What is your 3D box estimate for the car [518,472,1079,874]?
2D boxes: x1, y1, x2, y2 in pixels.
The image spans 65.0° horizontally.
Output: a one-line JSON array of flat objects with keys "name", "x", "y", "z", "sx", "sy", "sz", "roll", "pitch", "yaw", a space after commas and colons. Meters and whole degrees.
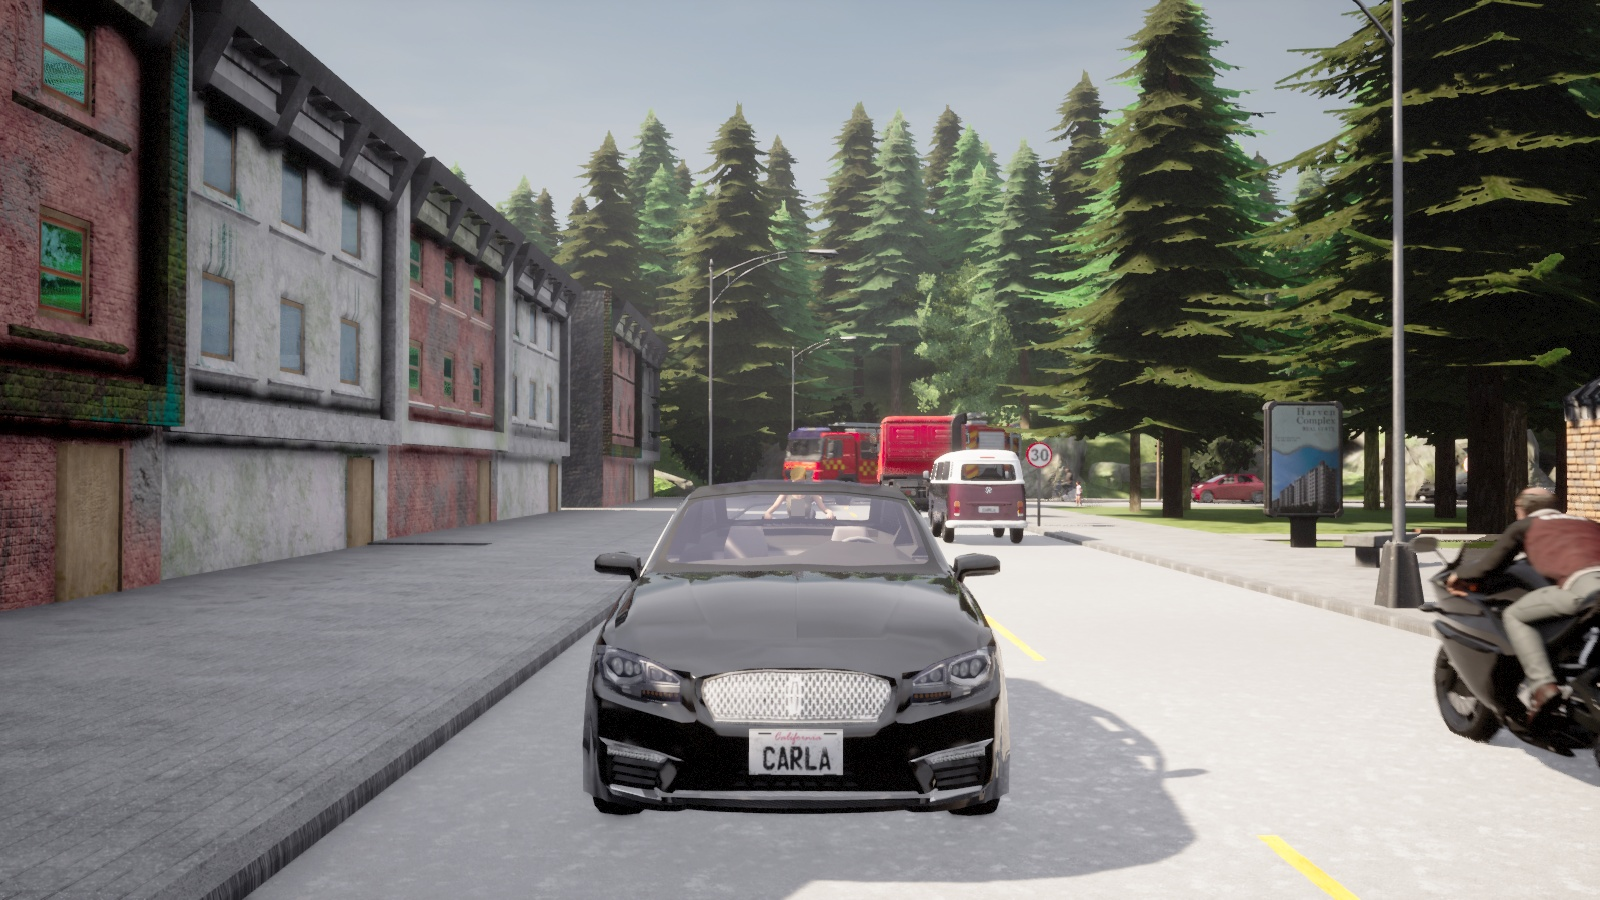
[{"name": "car", "x": -0.007, "y": 0.892, "z": 7.230, "sx": 2.128, "sy": 1.511, "sz": 4.902, "roll": 0, "pitch": -1, "yaw": 0}]

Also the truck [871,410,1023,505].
[{"name": "truck", "x": 6.238, "y": 0.491, "z": 55.056, "sx": 2.891, "sy": 3.827, "sz": 8.468, "roll": 1, "pitch": -3, "yaw": -22}]

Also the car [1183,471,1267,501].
[{"name": "car", "x": 21.406, "y": 1.803, "z": 63.344, "sx": 3.633, "sy": 1.501, "sz": 1.845, "roll": 0, "pitch": -1, "yaw": 0}]

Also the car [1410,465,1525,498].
[{"name": "car", "x": 33.654, "y": 1.588, "z": 63.410, "sx": 4.611, "sy": 1.667, "sz": 2.242, "roll": 0, "pitch": -1, "yaw": 0}]

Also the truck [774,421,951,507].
[{"name": "truck", "x": 3.072, "y": 0.639, "z": 59.601, "sx": 8.468, "sy": 3.827, "sz": 2.891, "roll": 0, "pitch": 0, "yaw": -37}]

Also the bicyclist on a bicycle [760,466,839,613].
[{"name": "bicyclist on a bicycle", "x": -0.005, "y": 0.996, "z": 14.605, "sx": 0.866, "sy": 1.612, "sz": 1.509, "roll": 0, "pitch": -1, "yaw": 0}]

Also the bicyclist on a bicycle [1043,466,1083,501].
[{"name": "bicyclist on a bicycle", "x": 13.254, "y": 1.692, "z": 63.270, "sx": 1.843, "sy": 1.776, "sz": 0.659, "roll": 0, "pitch": -1, "yaw": -1}]

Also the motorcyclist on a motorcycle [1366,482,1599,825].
[{"name": "motorcyclist on a motorcycle", "x": 3.993, "y": 0.947, "z": 6.780, "sx": 0.866, "sy": 1.530, "sz": 2.191, "roll": 0, "pitch": -1, "yaw": 0}]

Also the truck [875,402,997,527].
[{"name": "truck", "x": 4.011, "y": 0.466, "z": 38.741, "sx": 2.891, "sy": 3.462, "sz": 7.936, "roll": 0, "pitch": -1, "yaw": 0}]

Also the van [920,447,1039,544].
[{"name": "van", "x": 4.006, "y": 1.003, "z": 28.737, "sx": 2.069, "sy": 2.038, "sz": 4.480, "roll": 0, "pitch": -1, "yaw": 0}]
